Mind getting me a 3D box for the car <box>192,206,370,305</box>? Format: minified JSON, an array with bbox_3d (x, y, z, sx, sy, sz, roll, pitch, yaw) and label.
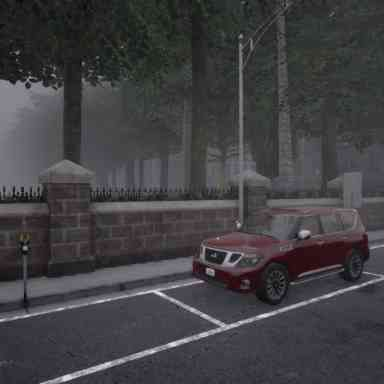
[{"bbox_3d":[2.422,1.314,8.261,5.009,1.841,2.192,0,0,-36],"label":"car"}]
